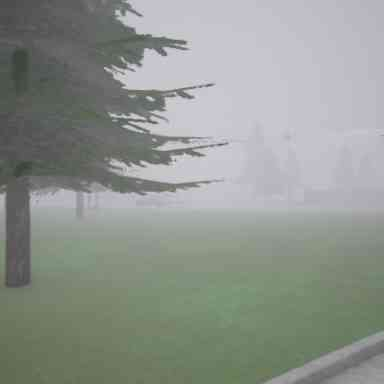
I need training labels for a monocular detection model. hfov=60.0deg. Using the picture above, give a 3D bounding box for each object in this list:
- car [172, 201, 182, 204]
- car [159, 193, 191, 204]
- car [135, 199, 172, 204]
[{"bbox_3d":[-4.329,1.160,45.854,5.008,1.535,1.882,0,0,14],"label":"car"},{"bbox_3d":[-2.637,1.032,52.646,4.553,1.767,2.097,0,0,14],"label":"car"},{"bbox_3d":[-5.189,1.237,42.461,4.181,1.385,1.994,0,0,14],"label":"car"}]
